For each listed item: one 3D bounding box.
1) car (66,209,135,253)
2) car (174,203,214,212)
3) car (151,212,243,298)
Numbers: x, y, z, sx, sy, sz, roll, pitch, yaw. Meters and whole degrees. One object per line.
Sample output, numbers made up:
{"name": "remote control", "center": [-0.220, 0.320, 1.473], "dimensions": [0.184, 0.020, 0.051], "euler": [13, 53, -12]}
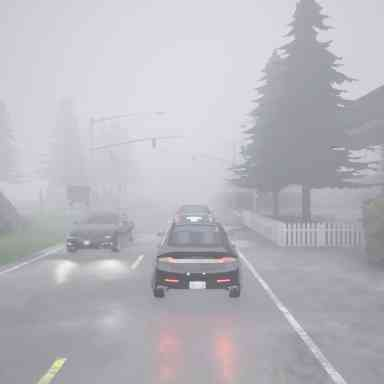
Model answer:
{"name": "car", "center": [-3.572, 1.507, 13.753], "dimensions": [1.837, 1.490, 4.892], "euler": [0, 0, 0]}
{"name": "car", "center": [0.101, 1.352, 17.670], "dimensions": [2.097, 1.767, 4.553], "euler": [0, 0, 0]}
{"name": "car", "center": [0.100, 1.492, 8.517], "dimensions": [2.128, 1.511, 4.902], "euler": [0, 0, 0]}
